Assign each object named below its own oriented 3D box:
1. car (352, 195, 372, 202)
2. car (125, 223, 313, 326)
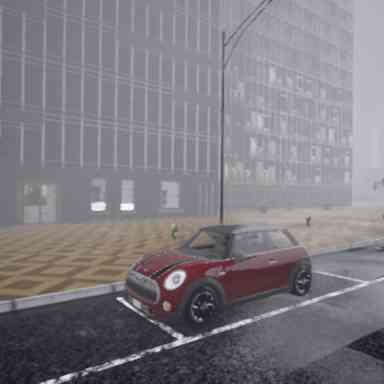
[{"bbox_3d":[41.729,1.562,82.095,2.192,1.841,5.009,1,-1,-35],"label":"car"},{"bbox_3d":[0.661,1.444,7.023,4.097,1.590,1.967,0,1,-36],"label":"car"}]
